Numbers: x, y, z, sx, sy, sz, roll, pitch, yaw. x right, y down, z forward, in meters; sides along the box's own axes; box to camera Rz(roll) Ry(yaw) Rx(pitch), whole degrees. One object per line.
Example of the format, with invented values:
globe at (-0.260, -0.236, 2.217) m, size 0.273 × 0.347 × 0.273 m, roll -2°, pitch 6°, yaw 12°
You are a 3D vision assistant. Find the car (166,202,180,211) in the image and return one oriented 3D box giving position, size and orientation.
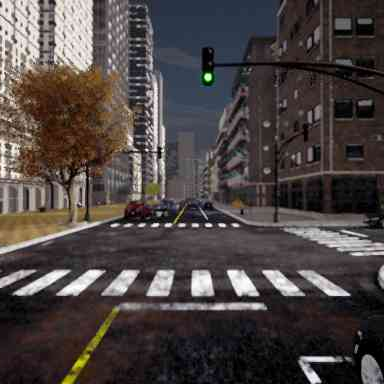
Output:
car at (-3.061, 2.288, 53.666) m, size 1.895 × 1.301 × 4.718 m, roll 0°, pitch -1°, yaw 0°

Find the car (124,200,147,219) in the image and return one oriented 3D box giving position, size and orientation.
car at (-5.679, 1.752, 34.545) m, size 2.192 × 1.841 × 5.009 m, roll 0°, pitch -1°, yaw 0°

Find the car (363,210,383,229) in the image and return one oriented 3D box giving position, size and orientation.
car at (13.433, 1.611, 21.556) m, size 4.403 × 1.369 × 2.008 m, roll -1°, pitch 0°, yaw -1°

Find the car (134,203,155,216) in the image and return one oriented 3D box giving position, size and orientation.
car at (-5.677, 2.075, 40.064) m, size 1.947 × 1.339 × 4.313 m, roll 0°, pitch -1°, yaw 0°

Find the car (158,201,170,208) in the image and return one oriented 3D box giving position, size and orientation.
car at (-5.666, 2.441, 67.677) m, size 1.947 × 1.339 × 4.313 m, roll 0°, pitch -1°, yaw 0°

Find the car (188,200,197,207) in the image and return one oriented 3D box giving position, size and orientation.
car at (0.029, 2.520, 74.393) m, size 1.994 × 1.385 × 4.181 m, roll 0°, pitch -1°, yaw 0°

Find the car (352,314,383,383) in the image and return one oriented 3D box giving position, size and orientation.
car at (2.689, 1.579, 2.153) m, size 2.008 × 1.369 × 4.403 m, roll 0°, pitch -1°, yaw 0°

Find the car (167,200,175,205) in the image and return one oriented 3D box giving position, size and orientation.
car at (-5.658, 2.733, 89.766) m, size 2.008 × 1.369 × 4.403 m, roll 0°, pitch -1°, yaw 0°

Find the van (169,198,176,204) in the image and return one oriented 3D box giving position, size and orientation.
van at (-5.656, 2.602, 95.290) m, size 1.690 × 1.788 × 3.998 m, roll 0°, pitch -1°, yaw 0°

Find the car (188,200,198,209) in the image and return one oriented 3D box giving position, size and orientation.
car at (0.125, 2.400, 62.055) m, size 1.895 × 1.301 × 4.718 m, roll 0°, pitch -1°, yaw 0°

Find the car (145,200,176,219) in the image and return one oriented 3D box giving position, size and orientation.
car at (-3.087, 1.918, 33.719) m, size 2.128 × 1.511 × 4.902 m, roll 0°, pitch -1°, yaw 0°

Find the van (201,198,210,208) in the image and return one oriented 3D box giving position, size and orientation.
van at (2.714, 2.216, 67.676) m, size 1.690 × 1.788 × 3.998 m, roll 0°, pitch -1°, yaw 0°

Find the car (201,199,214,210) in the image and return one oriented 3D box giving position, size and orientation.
car at (2.711, 2.292, 56.628) m, size 1.947 × 1.339 × 4.313 m, roll 0°, pitch -1°, yaw 0°

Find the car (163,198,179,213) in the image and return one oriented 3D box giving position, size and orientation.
car at (-3.079, 1.907, 43.598) m, size 2.097 × 1.767 × 4.553 m, roll 0°, pitch -1°, yaw 0°

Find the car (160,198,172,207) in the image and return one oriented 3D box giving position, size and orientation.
car at (-5.664, 2.266, 73.201) m, size 2.192 × 1.841 × 5.009 m, roll 0°, pitch -1°, yaw 0°
